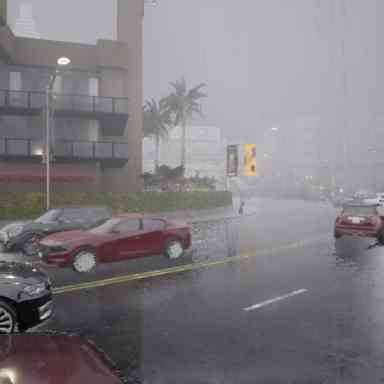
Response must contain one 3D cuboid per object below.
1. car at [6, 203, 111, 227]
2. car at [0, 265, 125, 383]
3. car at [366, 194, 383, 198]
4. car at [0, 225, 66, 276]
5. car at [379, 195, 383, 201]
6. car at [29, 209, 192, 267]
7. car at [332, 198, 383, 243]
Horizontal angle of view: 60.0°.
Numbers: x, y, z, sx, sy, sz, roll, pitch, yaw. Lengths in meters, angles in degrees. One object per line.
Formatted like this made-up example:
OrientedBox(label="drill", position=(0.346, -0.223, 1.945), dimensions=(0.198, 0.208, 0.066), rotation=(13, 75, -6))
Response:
OrientedBox(label="car", position=(-5.033, 1.340, 13.102), dimensions=(4.553, 1.767, 2.097), rotation=(0, 0, -39))
OrientedBox(label="car", position=(-2.348, 1.562, 1.812), dimensions=(4.181, 1.385, 1.994), rotation=(0, 0, -35))
OrientedBox(label="car", position=(22.763, 1.204, 40.535), dimensions=(2.150, 2.045, 5.566), rotation=(0, 0, 6))
OrientedBox(label="car", position=(-4.554, 1.485, 4.514), dimensions=(4.902, 1.511, 2.128), rotation=(0, 0, -34))
OrientedBox(label="car", position=(44.128, 1.375, 74.274), dimensions=(1.816, 1.474, 4.193), rotation=(0, 0, -14))
OrientedBox(label="car", position=(-2.278, 1.469, 10.821), dimensions=(5.008, 1.535, 1.882), rotation=(0, 0, -40))
OrientedBox(label="car", position=(8.727, 1.345, 16.484), dimensions=(2.097, 1.767, 4.553), rotation=(0, 0, 41))
